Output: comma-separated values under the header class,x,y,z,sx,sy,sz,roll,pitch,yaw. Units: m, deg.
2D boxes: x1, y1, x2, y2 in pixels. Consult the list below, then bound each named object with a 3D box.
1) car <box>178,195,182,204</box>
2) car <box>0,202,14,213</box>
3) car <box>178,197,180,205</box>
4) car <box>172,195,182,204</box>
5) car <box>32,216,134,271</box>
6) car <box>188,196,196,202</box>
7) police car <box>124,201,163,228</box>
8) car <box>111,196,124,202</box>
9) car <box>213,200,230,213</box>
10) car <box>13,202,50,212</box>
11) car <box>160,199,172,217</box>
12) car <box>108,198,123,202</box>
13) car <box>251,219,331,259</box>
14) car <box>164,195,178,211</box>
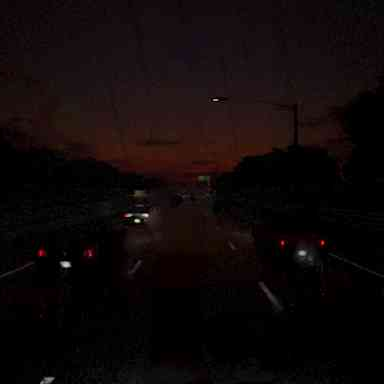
class,x,y,z,sx,sy,sz,roll,pitch,yaw
car,-3.494,1.835,67.725,2.033,1.649,4.856,0,0,0
car,-21.072,1.842,38.508,1.994,1.385,4.181,0,0,0
car,-3.495,1.922,56.724,1.994,1.385,4.181,0,0,0
car,-3.493,1.663,78.756,2.150,2.045,5.566,0,0,0
car,-3.400,1.698,11.219,1.895,1.301,4.718,0,0,0
car,0.009,1.837,87.304,1.837,1.490,4.892,0,0,0
police car,-3.499,1.695,23.723,2.038,1.542,4.974,0,0,0
car,-17.493,1.653,78.307,1.895,1.301,4.718,0,0,0
car,3.603,1.779,40.940,2.128,1.511,4.902,0,0,0
car,-17.575,1.835,37.184,1.994,1.385,4.181,0,0,0
car,-3.497,1.804,34.722,2.033,1.411,5.357,0,0,0
car,-14.016,1.850,60.789,1.882,1.535,5.008,0,0,1
car,3.601,1.712,13.087,1.895,1.301,4.718,0,0,0
car,-3.496,1.662,45.693,2.097,1.767,4.553,0,0,0
